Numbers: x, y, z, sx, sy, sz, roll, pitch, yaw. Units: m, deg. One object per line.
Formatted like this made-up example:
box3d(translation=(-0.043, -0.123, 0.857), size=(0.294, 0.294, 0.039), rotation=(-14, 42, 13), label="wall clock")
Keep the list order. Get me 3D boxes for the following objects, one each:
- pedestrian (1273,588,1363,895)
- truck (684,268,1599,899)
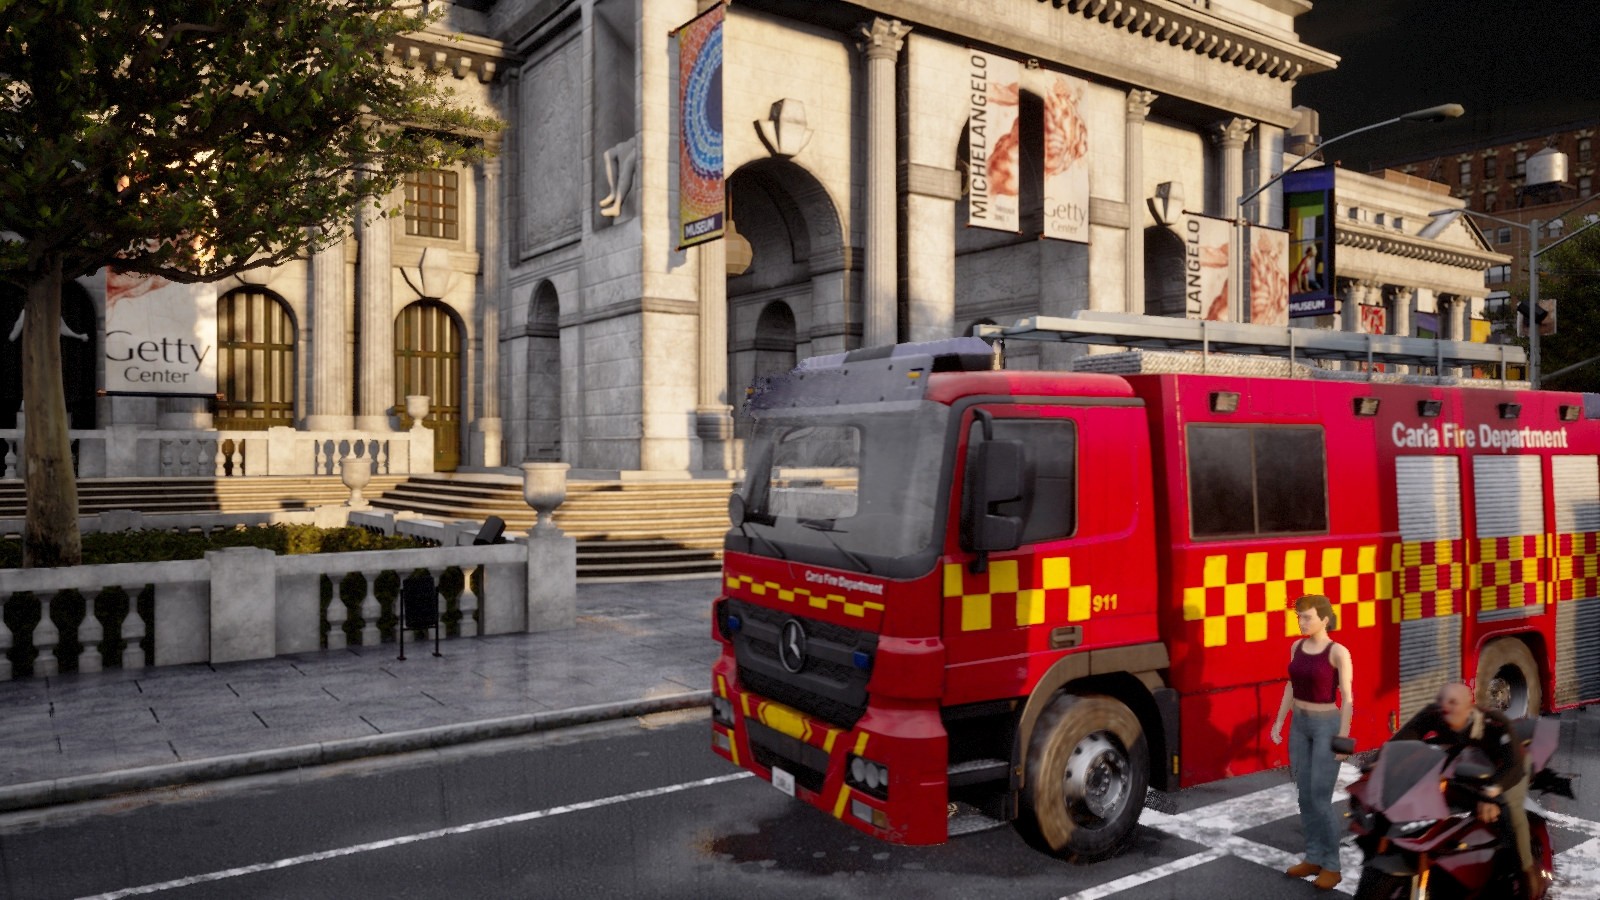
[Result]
box3d(translation=(3.334, 1.845, 7.362), size=(0.375, 1.860, 0.375), rotation=(0, 0, -21), label="pedestrian")
box3d(translation=(3.482, 0.887, 9.839), size=(8.468, 3.827, 2.891), rotation=(0, 0, -30), label="truck")
